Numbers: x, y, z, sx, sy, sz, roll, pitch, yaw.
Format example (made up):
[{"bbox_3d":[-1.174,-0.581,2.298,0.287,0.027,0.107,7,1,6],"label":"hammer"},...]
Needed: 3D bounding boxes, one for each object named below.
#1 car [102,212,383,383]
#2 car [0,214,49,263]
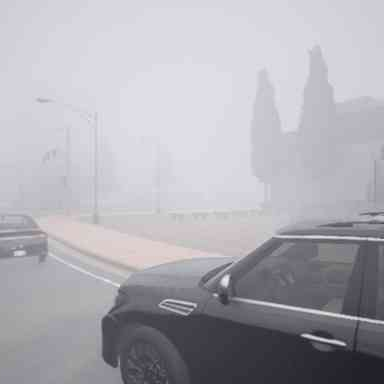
[{"bbox_3d":[1.596,1.215,3.042,5.566,2.045,2.150,-1,-1,36],"label":"car"},{"bbox_3d":[-6.273,1.492,11.189,2.128,1.511,4.902,0,0,-38],"label":"car"}]
